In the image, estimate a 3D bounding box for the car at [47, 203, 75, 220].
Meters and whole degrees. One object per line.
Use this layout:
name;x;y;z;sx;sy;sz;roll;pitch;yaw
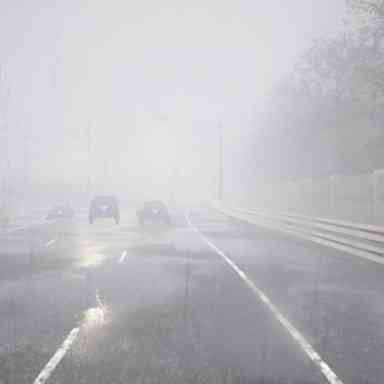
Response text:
car;-11.229;1.632;28.745;1.994;1.385;4.181;0;0;-16

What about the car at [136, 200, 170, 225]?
car;-3.009;1.368;24.848;2.097;1.767;4.553;0;0;-13

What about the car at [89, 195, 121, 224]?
car;-6.700;1.261;25.532;2.150;2.045;5.566;0;0;-14

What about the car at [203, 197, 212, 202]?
car;4.078;2.160;89.821;2.128;1.511;4.902;0;-3;10
